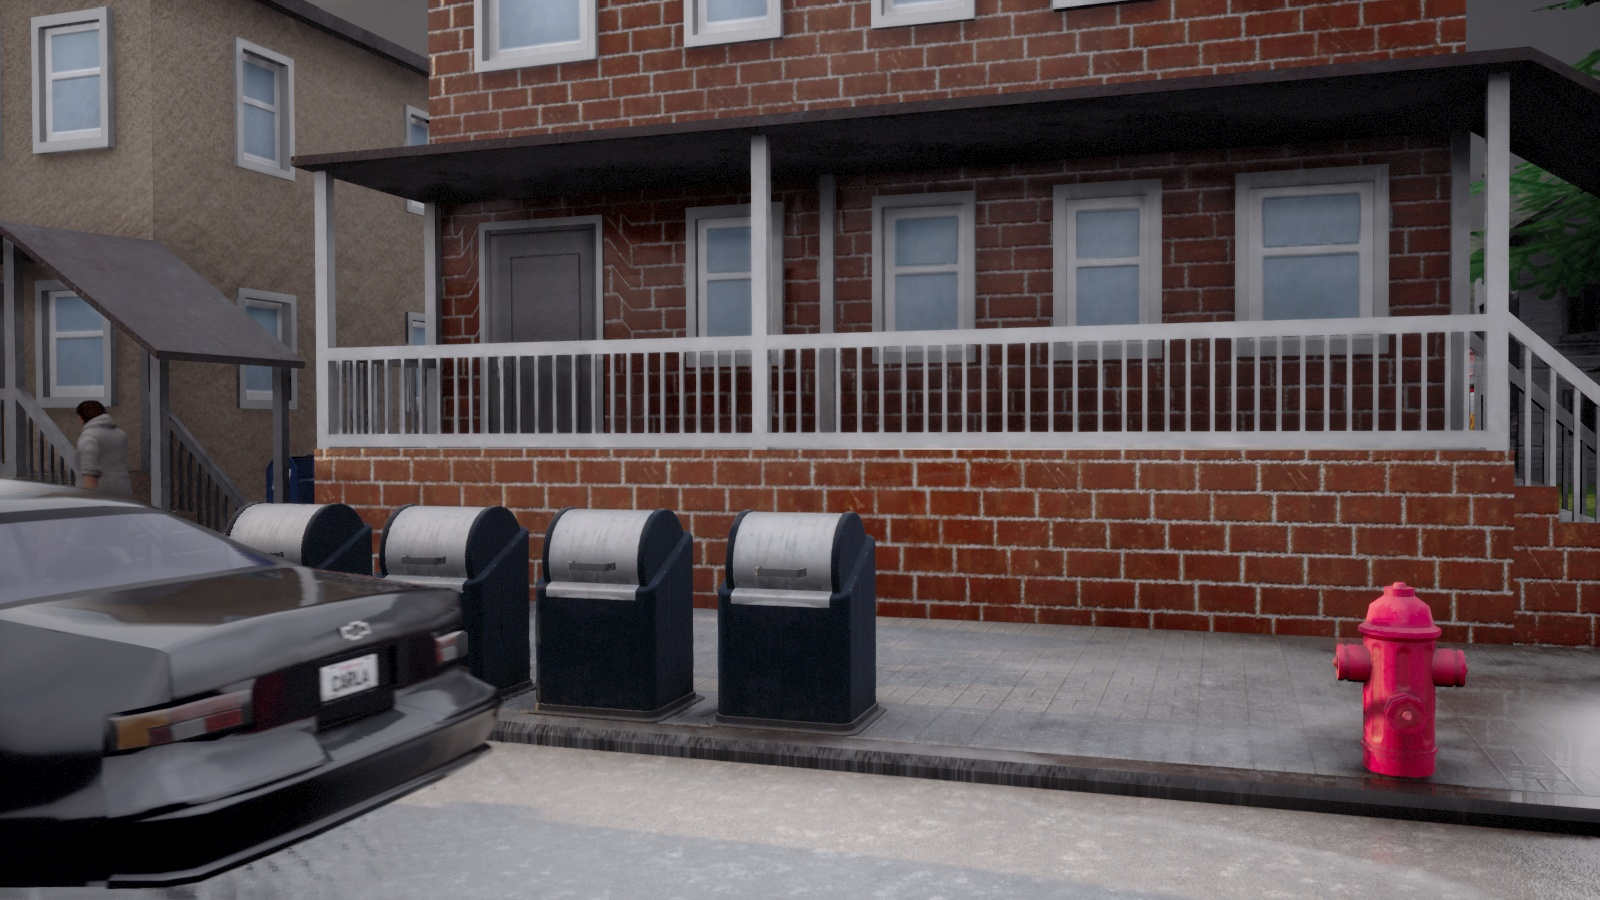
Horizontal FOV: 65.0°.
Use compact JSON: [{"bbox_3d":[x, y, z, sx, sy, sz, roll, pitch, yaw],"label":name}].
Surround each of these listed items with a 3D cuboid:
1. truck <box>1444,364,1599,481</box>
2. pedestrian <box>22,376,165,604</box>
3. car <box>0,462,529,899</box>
[{"bbox_3d":[26.759,-0.919,42.503,8.468,3.827,2.891,1,1,18],"label":"truck"},{"bbox_3d":[-6.244,0.335,11.130,0.873,1.952,0.659,0,1,9],"label":"pedestrian"},{"bbox_3d":[-3.980,0.778,5.057,5.357,1.411,2.033,1,1,19],"label":"car"}]
